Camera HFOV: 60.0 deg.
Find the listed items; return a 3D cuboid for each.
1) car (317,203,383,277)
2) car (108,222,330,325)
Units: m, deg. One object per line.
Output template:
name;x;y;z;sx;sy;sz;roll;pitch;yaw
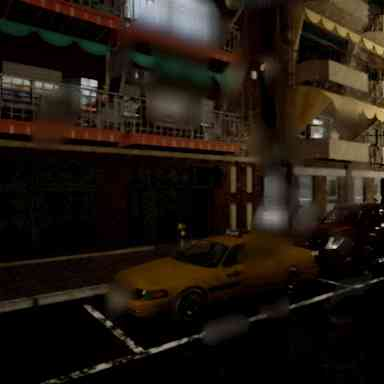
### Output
car;5.326;1.305;10.383;5.009;1.841;2.192;0;0;-36
car;0.694;1.522;7.069;4.829;1.417;1.752;0;0;-36
